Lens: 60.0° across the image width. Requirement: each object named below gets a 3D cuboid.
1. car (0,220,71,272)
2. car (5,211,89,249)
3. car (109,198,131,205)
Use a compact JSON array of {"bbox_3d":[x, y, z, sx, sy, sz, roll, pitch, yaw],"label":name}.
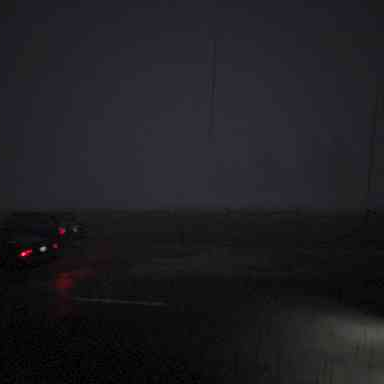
[{"bbox_3d":[-6.728,1.713,10.083,5.357,1.411,2.033,-1,-1,12],"label":"car"},{"bbox_3d":[-6.697,1.557,13.654,4.553,1.767,2.097,-1,-1,12],"label":"car"},{"bbox_3d":[-15.311,2.118,70.672,4.605,1.855,1.932,-1,-1,12],"label":"car"}]
